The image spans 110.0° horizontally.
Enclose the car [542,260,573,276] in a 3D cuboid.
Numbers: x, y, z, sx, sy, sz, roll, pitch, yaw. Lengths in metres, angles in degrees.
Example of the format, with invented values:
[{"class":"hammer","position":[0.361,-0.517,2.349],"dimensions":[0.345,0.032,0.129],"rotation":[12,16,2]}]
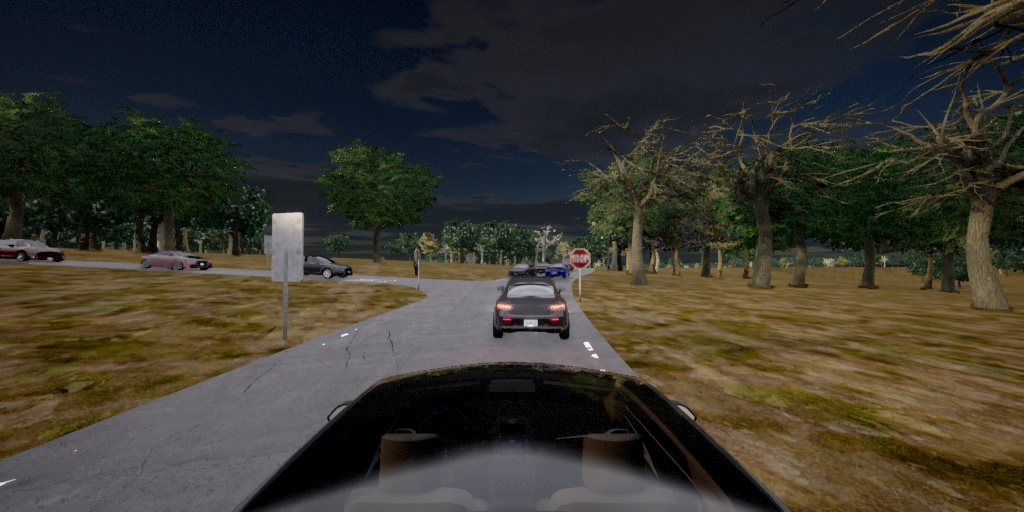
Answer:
[{"class":"car","position":[4.621,1.442,35.787],"dimensions":[1.882,1.535,5.008],"rotation":[0,-1,15]}]

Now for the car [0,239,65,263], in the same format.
[{"class":"car","position":[-37.005,-0.456,27.327],"dimensions":[4.553,1.767,2.097],"rotation":[2,-1,7]}]

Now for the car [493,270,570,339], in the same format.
[{"class":"car","position":[0.538,1.281,10.018],"dimensions":[1.812,1.442,4.674],"rotation":[0,0,3]}]

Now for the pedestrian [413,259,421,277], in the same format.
[{"class":"pedestrian","position":[-8.022,0.850,30.159],"dimensions":[0.375,1.860,0.375],"rotation":[0,-4,7]}]

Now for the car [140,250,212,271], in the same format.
[{"class":"car","position":[-23.994,0.312,25.709],"dimensions":[4.181,1.385,1.994],"rotation":[3,-1,7]}]

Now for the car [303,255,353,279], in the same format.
[{"class":"car","position":[-13.321,0.716,24.386],"dimensions":[4.892,1.490,1.837],"rotation":[3,-1,8]}]

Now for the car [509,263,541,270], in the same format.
[{"class":"car","position":[1.068,1.439,35.111],"dimensions":[1.882,1.535,5.008],"rotation":[0,-1,18]}]
